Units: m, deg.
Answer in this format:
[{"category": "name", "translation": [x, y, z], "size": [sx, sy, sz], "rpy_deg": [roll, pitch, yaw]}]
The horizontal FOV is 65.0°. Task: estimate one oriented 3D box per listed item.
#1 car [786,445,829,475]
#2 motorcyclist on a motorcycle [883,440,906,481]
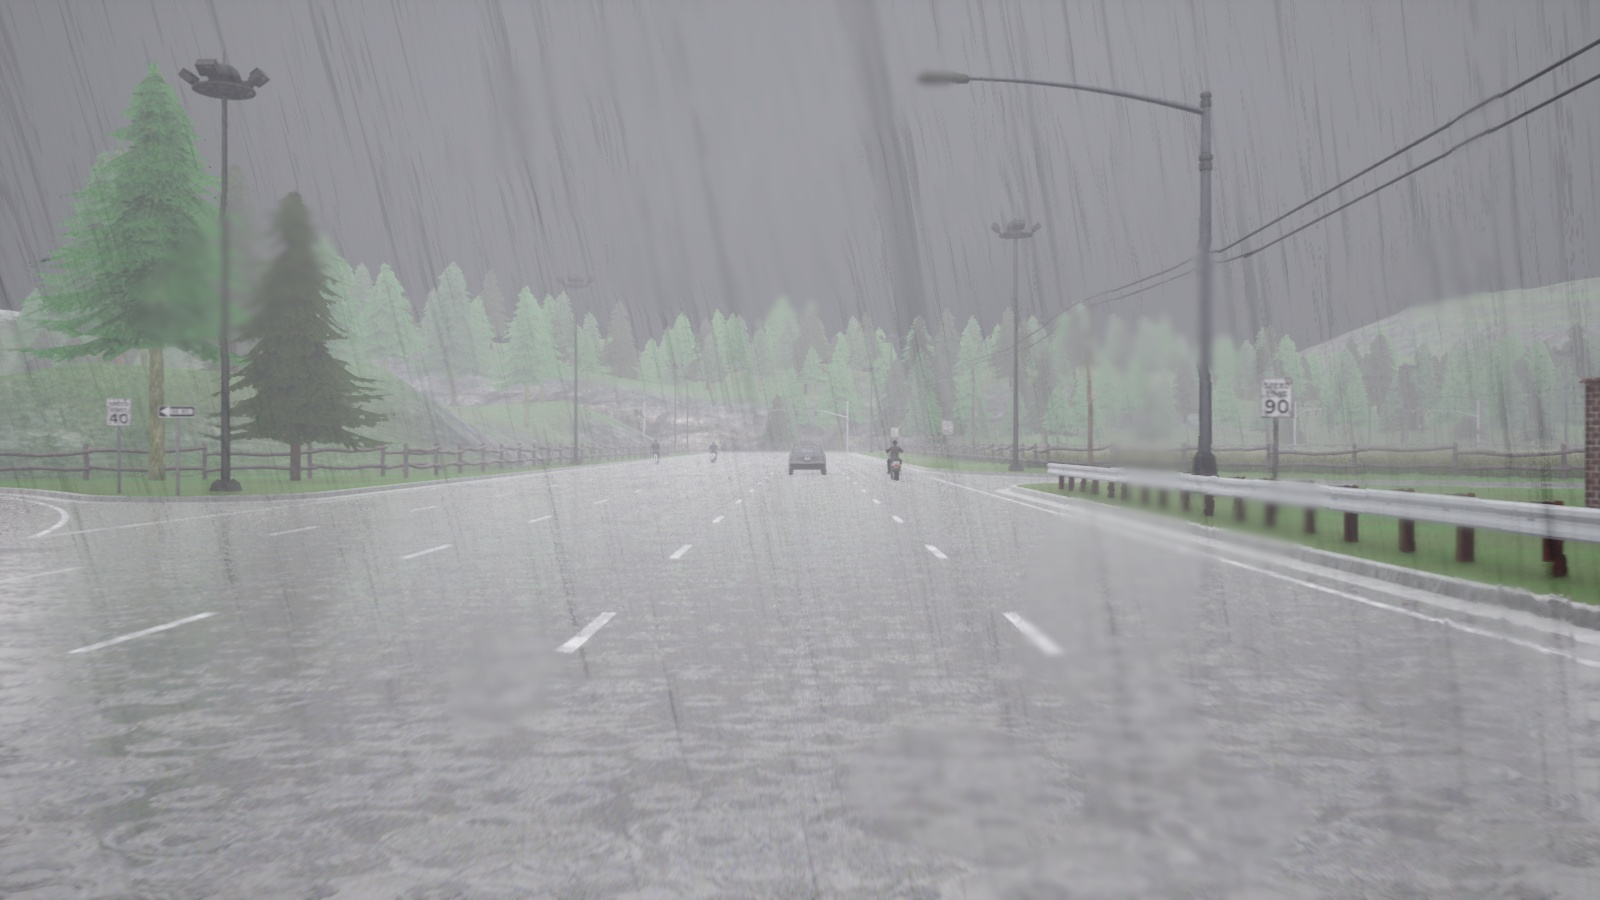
[{"category": "car", "translation": [0.363, 0.447, 61.571], "size": [2.033, 1.411, 5.357], "rpy_deg": [0, 0, 0]}, {"category": "motorcyclist on a motorcycle", "translation": [3.802, 0.414, 50.737], "size": [0.766, 1.649, 2.350], "rpy_deg": [0, 0, 0]}]
